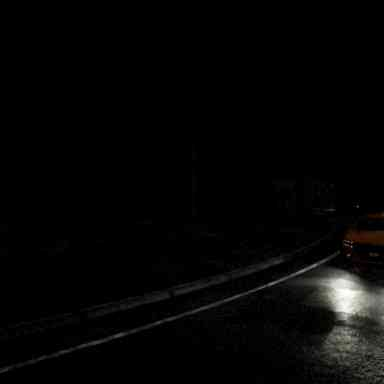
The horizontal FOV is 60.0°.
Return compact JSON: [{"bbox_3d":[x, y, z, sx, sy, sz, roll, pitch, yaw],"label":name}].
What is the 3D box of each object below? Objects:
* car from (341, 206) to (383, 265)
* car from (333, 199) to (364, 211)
[{"bbox_3d":[6.505,1.481,11.359,1.882,1.535,5.008,0,0,35],"label":"car"},{"bbox_3d":[17.922,1.538,38.121,1.994,1.385,4.181,1,0,-2],"label":"car"}]
